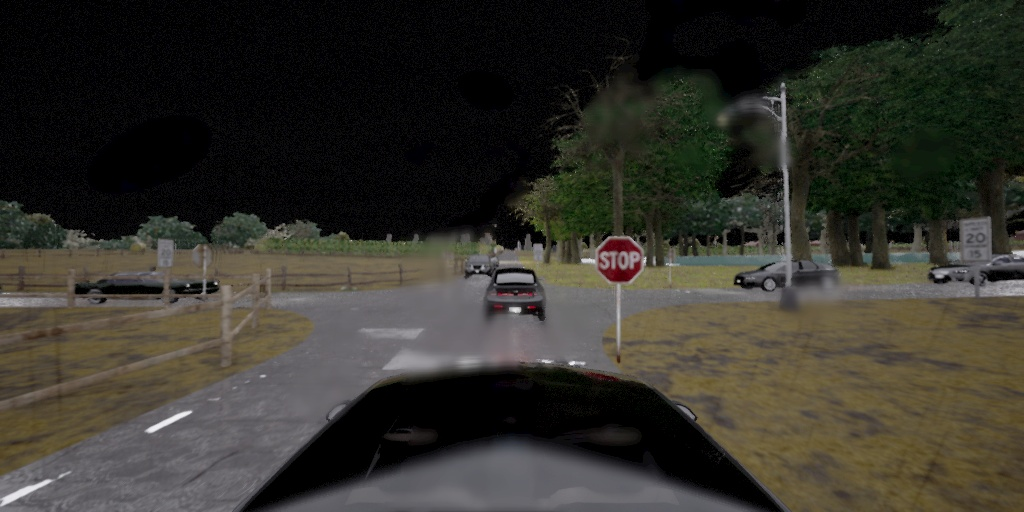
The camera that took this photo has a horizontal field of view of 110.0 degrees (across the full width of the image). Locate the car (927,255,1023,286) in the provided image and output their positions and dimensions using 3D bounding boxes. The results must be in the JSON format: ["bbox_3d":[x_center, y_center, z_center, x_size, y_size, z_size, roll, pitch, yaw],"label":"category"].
[{"bbox_3d":[24.395,0.704,18.438,4.902,1.511,2.128,-2,-1,0],"label":"car"}]

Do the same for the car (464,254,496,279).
[{"bbox_3d":[-2.823,0.853,31.412,2.150,2.045,5.566,0,0,-1],"label":"car"}]

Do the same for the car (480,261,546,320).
[{"bbox_3d":[0.098,1.148,12.303,1.837,1.490,4.892,0,2,0],"label":"car"}]

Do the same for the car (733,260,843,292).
[{"bbox_3d":[14.032,0.987,18.406,4.892,1.490,1.837,-1,-1,0],"label":"car"}]

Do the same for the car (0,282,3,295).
[{"bbox_3d":[-25.121,1.062,15.334,4.553,1.767,2.097,0,-1,0],"label":"car"}]

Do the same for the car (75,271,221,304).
[{"bbox_3d":[-15.472,1.315,15.406,4.718,1.301,1.895,0,-1,-2],"label":"car"}]

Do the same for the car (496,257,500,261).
[{"bbox_3d":[-2.839,1.034,41.762,2.128,1.511,4.902,0,1,0],"label":"car"}]
